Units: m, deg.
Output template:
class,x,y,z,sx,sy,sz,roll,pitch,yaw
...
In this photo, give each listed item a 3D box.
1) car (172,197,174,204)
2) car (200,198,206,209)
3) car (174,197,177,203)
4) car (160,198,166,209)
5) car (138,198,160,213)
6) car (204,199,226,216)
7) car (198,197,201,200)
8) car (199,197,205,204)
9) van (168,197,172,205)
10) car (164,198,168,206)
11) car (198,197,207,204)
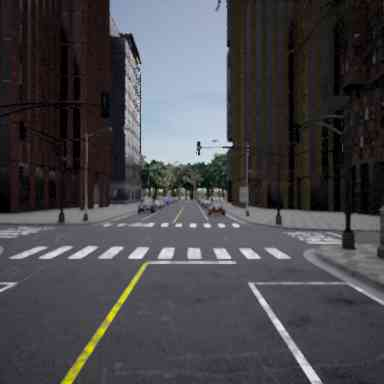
class,x,y,z,sx,sy,sz,roll,pitch,yaw
car,-5.840,2.339,76.095,2.008,1.369,4.403,0,-1,0
car,2.708,2.108,54.354,2.008,1.369,4.403,0,-1,0
car,-5.856,2.530,92.406,1.947,1.339,4.313,0,-1,0
car,-5.817,2.141,54.345,1.802,1.307,4.206,0,-1,0
car,-5.807,1.761,43.473,2.192,1.841,5.009,0,-1,0
car,2.724,1.828,38.043,1.967,1.590,4.097,0,-1,0
car,2.691,2.256,70.836,1.752,1.417,4.829,0,-1,0
car,2.702,2.159,59.791,1.887,1.381,4.507,0,-1,0
van,-5.834,2.072,70.660,1.690,1.788,3.998,0,-1,0
car,-5.823,2.140,59.613,1.752,1.417,4.829,0,-1,0
car,2.674,2.218,86.980,2.192,1.841,5.009,0,-1,0
